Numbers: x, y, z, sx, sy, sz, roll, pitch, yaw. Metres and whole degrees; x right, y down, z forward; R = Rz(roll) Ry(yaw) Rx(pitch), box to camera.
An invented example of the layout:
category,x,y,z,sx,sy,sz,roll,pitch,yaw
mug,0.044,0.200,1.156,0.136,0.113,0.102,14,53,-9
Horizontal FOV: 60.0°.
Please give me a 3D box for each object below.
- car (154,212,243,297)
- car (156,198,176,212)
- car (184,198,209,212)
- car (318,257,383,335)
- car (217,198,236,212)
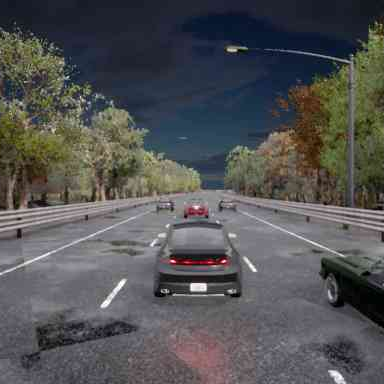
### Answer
category,x,y,z,sx,sy,sz,roll,pitch,yaw
car,0.133,1.502,8.532,1.837,1.490,4.892,0,0,0
car,-2.998,1.473,38.530,2.128,1.511,4.902,0,0,1
car,0.355,1.340,29.500,2.097,1.767,4.553,0,0,0
car,3.614,1.599,4.996,1.895,1.301,4.718,0,0,0
car,4.007,1.473,38.668,2.128,1.511,4.902,0,0,1
